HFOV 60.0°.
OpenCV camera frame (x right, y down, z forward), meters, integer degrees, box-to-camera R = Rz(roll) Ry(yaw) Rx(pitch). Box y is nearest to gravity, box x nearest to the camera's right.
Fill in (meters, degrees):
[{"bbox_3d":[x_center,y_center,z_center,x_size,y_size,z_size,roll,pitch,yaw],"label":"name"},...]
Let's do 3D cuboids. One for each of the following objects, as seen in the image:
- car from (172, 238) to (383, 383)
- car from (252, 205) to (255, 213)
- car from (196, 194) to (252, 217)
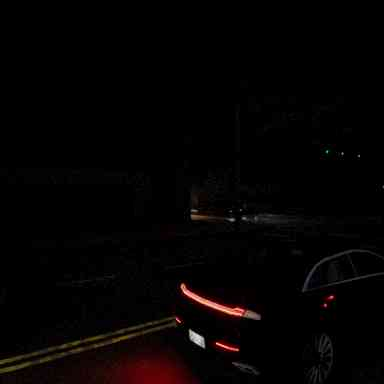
[{"bbox_3d":[2.031,1.492,5.279,4.902,1.511,2.128,0,0,-35],"label":"car"},{"bbox_3d":[4.325,1.478,34.869,1.882,1.535,5.008,0,0,-37],"label":"car"},{"bbox_3d":[2.607,1.222,31.326,2.150,2.045,5.566,0,0,-36],"label":"car"}]
